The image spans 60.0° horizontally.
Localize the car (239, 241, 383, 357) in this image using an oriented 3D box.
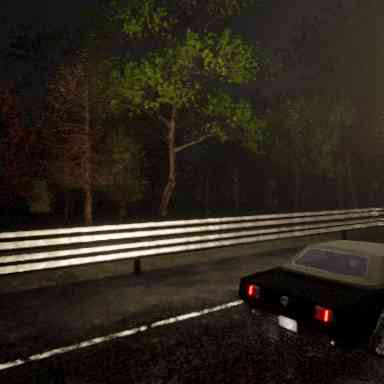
[{"bbox_3d":[3.171,1.563,5.988,4.718,1.301,1.895,0,0,-35],"label":"car"}]
